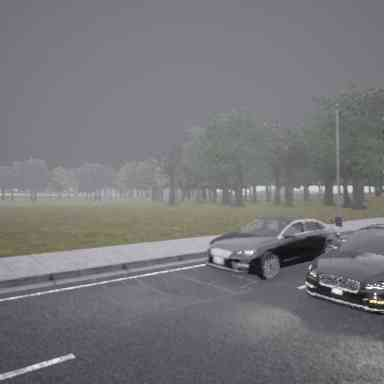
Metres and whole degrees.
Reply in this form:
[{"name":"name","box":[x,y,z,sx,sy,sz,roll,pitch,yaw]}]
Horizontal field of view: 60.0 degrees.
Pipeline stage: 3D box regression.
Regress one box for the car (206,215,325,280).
[{"name":"car","box":[2.614,1.492,10.041,4.902,1.511,2.128,0,0,-38]}]

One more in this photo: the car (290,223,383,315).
[{"name":"car","box":[4.480,1.510,7.376,4.892,1.490,1.837,0,0,-38]}]
